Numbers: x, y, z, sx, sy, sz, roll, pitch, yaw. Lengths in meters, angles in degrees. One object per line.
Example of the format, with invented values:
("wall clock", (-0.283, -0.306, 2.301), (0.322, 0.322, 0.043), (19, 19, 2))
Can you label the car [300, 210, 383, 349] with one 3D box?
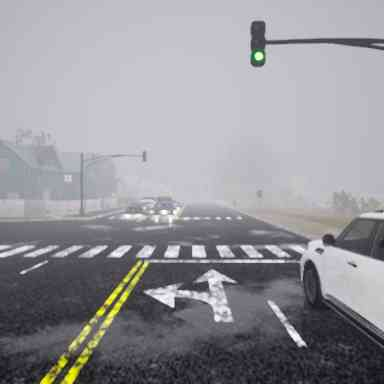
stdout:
("car", (3.361, 1.253, 4.712), (2.150, 2.045, 5.566), (0, 0, 0))

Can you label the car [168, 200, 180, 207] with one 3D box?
("car", (-3.167, 2.039, 59.906), (1.895, 1.301, 4.718), (0, 0, 0))

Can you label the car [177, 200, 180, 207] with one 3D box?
("car", (-3.212, 1.958, 49.814), (1.895, 1.301, 4.718), (0, 0, 0))

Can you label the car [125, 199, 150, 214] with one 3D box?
("car", (-6.491, 1.836, 38.780), (1.994, 1.385, 4.181), (0, 0, 0))

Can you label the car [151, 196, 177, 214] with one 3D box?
("car", (-3.258, 1.502, 39.834), (2.150, 2.045, 5.566), (0, 0, -2))

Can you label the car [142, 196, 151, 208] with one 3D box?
("car", (-6.460, 1.576, 49.520), (2.150, 2.045, 5.566), (0, 0, 0))

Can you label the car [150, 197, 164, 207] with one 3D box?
("car", (-6.407, 1.799, 61.000), (2.097, 1.767, 4.553), (0, 0, 1))
